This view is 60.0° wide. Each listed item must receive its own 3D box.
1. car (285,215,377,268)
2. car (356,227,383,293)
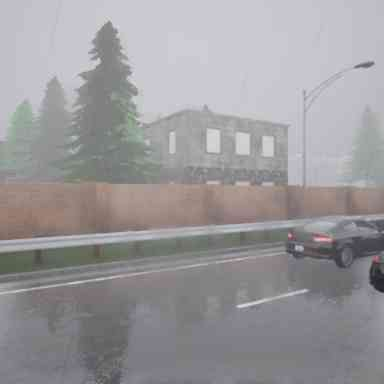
[{"bbox_3d":[5.134,1.516,11.171,4.674,1.442,1.812,0,0,-33],"label":"car"},{"bbox_3d":[5.926,1.555,7.520,4.181,1.385,1.994,0,0,-33],"label":"car"}]
